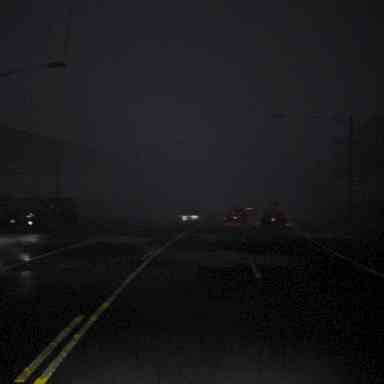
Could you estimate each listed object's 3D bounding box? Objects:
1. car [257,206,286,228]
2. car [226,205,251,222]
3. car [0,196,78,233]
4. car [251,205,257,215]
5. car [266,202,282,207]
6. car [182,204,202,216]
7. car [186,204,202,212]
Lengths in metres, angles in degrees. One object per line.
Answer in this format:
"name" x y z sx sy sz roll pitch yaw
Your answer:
"car" 6.673 2.148 27.329 1.994 1.385 4.181 1 -2 13
"car" 4.665 2.228 33.869 1.837 1.490 4.892 1 -1 14
"car" -9.190 1.289 20.579 2.150 2.045 5.566 1 -1 9
"car" 9.358 2.831 52.580 2.128 1.511 4.902 1 -2 14
"car" 12.475 2.573 50.581 2.150 2.045 5.566 1 -2 14
"car" 0.056 2.494 45.044 1.994 1.385 4.181 1 -2 14
"car" 0.418 2.931 60.581 1.994 1.385 4.181 1 -2 15
